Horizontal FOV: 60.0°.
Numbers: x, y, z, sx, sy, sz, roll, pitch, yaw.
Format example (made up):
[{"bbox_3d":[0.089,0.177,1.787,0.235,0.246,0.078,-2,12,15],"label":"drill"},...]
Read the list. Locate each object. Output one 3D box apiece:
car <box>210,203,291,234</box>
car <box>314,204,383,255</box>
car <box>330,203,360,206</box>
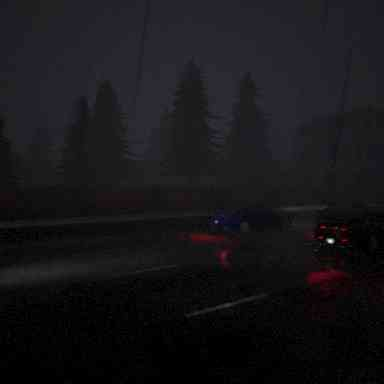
[{"bbox_3d":[3.330,1.375,18.364,5.008,1.535,1.882,0,0,-32],"label":"car"},{"bbox_3d":[6.724,1.405,12.841,4.892,1.490,1.837,-1,0,-35],"label":"car"},{"bbox_3d":[9.030,1.337,18.784,5.008,1.535,1.882,-1,0,-35],"label":"car"}]
